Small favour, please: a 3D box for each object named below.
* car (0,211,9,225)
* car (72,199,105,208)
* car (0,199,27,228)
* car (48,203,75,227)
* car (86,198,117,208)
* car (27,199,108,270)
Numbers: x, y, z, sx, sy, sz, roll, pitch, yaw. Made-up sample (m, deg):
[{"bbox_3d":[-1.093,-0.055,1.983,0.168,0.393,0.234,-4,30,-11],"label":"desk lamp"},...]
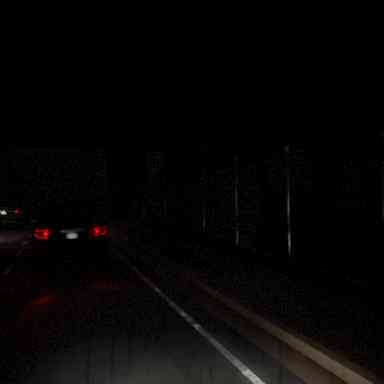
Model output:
[{"bbox_3d":[-8.023,1.659,11.567,2.128,1.511,4.902,-1,0,-22],"label":"car"},{"bbox_3d":[-18.925,2.053,60.987,2.033,1.411,5.357,-1,0,44],"label":"car"},{"bbox_3d":[-13.314,1.517,24.467,2.150,2.045,5.566,-1,0,-21],"label":"car"},{"bbox_3d":[-10.462,1.763,26.830,1.837,1.490,4.892,-1,0,-21],"label":"car"},{"bbox_3d":[-15.923,1.942,58.669,4.902,1.511,2.128,-1,0,-44],"label":"car"},{"bbox_3d":[-4.366,1.333,11.837,2.150,2.045,5.566,-1,0,-22],"label":"car"}]
